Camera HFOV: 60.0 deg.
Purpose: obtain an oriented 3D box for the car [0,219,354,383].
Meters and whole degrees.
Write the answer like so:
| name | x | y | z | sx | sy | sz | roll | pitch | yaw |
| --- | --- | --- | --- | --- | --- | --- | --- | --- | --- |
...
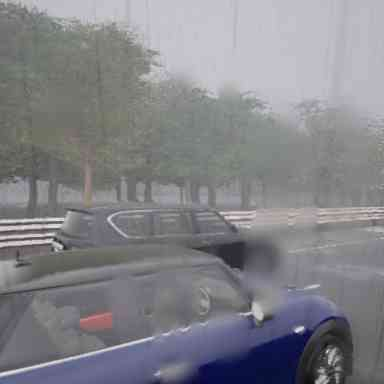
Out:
| name | x | y | z | sx | sy | sz | roll | pitch | yaw |
| --- | --- | --- | --- | --- | --- | --- | --- | --- | --- |
| car | -0.278 | 1.367 | 3.546 | 4.553 | 1.767 | 2.097 | 1 | 0 | -35 |

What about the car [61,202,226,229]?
| name | x | y | z | sx | sy | sz | roll | pitch | yaw |
| --- | --- | --- | --- | --- | --- | --- | --- | --- | --- |
| car | -0.348 | 1.261 | 7.794 | 5.566 | 2.045 | 2.150 | 0 | 0 | -35 |
